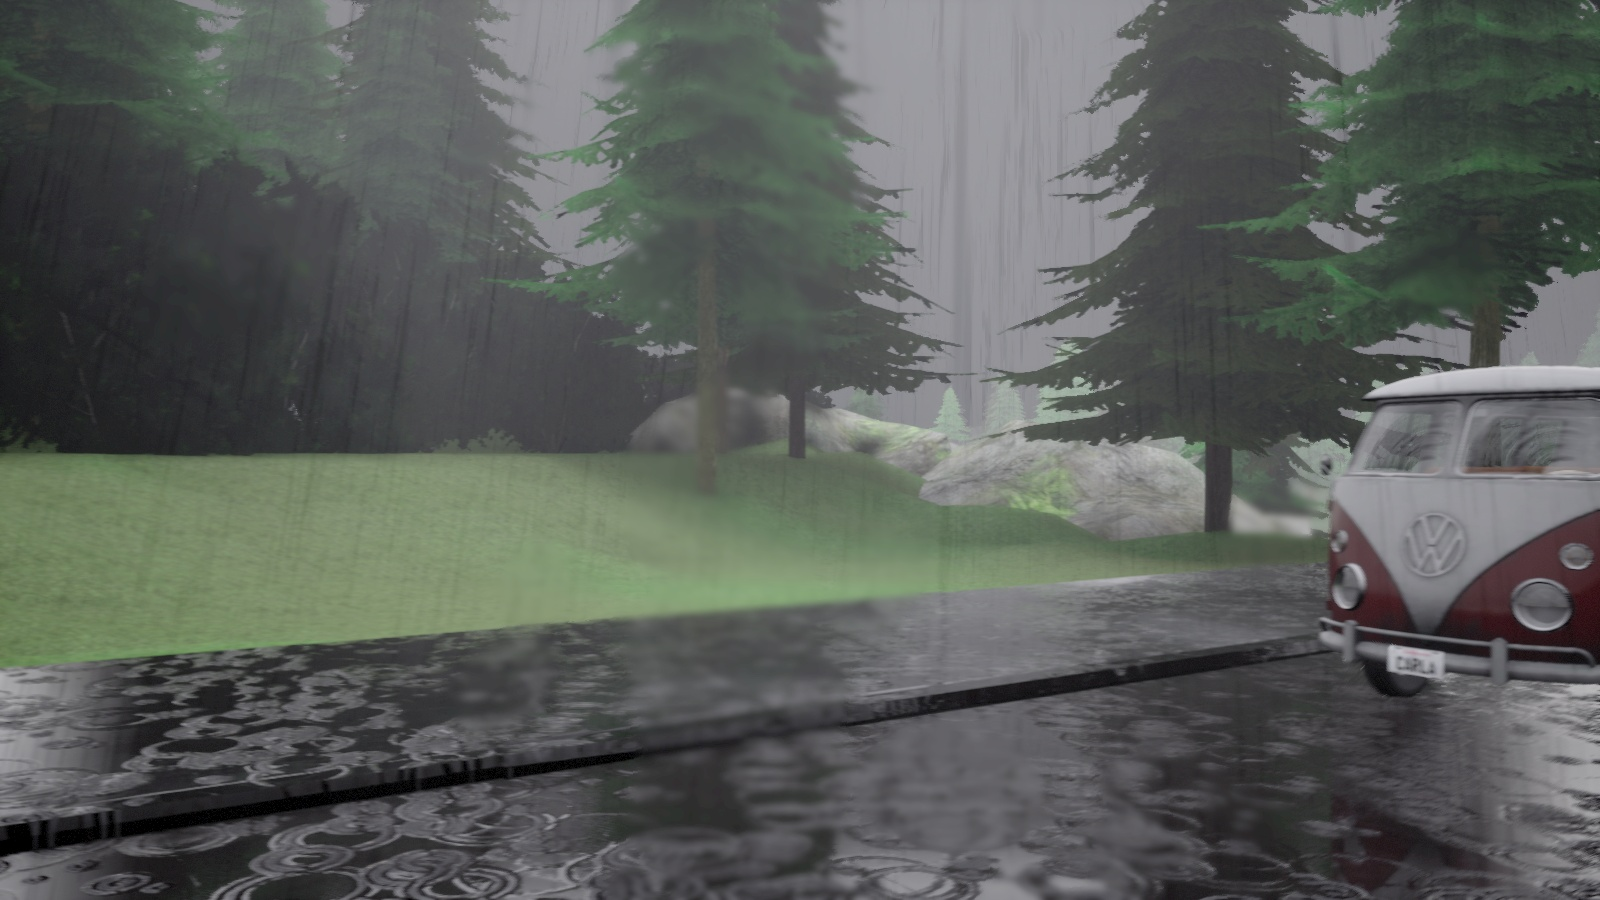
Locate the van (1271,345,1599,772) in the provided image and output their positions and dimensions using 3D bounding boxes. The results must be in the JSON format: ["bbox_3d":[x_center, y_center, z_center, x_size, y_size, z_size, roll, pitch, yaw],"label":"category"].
[{"bbox_3d":[5.069,0.506,7.795,4.442,1.987,1.775,0,0,-34],"label":"van"}]
